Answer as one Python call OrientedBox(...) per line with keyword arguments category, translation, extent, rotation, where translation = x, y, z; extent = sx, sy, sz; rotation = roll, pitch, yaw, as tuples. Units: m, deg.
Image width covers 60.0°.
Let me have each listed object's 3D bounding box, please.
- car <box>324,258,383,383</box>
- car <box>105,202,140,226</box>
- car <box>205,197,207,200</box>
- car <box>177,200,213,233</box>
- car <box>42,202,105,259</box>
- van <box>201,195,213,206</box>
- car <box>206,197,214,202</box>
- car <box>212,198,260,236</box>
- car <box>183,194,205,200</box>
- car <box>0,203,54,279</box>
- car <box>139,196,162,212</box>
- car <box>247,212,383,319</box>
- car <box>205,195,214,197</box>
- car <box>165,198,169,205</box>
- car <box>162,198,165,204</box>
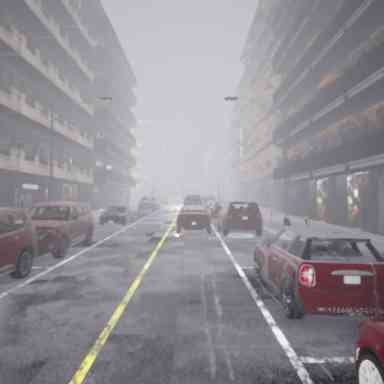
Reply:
OrientedBox(category="car", translation=(2.584, 1.547, 1.791), extent=(1.887, 1.381, 4.507), rotation=(1, 0, 0))
OrientedBox(category="car", translation=(-5.299, 1.593, 23.976), extent=(1.947, 1.339, 4.313), rotation=(1, 0, 0))
OrientedBox(category="car", translation=(2.545, 1.648, 40.511), extent=(1.802, 1.307, 4.206), rotation=(1, 0, 0))
OrientedBox(category="car", translation=(0.099, 1.498, 19.822), extent=(1.882, 1.535, 5.008), rotation=(0, 0, 0))
OrientedBox(category="car", translation=(-5.292, 1.327, 12.913), extent=(2.192, 1.841, 5.009), rotation=(1, 0, 0))
OrientedBox(category="van", translation=(2.548, 1.463, 57.106), extent=(1.690, 1.788, 3.998), rotation=(1, 0, 0))
OrientedBox(category="car", translation=(2.549, 1.479, 29.448), extent=(1.967, 1.590, 4.097), rotation=(1, 0, 0))
OrientedBox(category="car", translation=(2.553, 1.334, 18.385), extent=(2.192, 1.841, 5.009), rotation=(1, 0, 0))
OrientedBox(category="car", translation=(0.099, 1.281, 38.453), extent=(2.150, 2.045, 5.566), rotation=(0, 0, 0))
OrientedBox(category="car", translation=(-5.292, 1.321, 7.383), extent=(2.192, 1.841, 5.009), rotation=(1, 0, 0))
OrientedBox(category="car", translation=(-5.295, 1.380, 40.566), extent=(2.192, 1.841, 5.009), rotation=(1, 0, 0))
OrientedBox(category="car", translation=(2.593, 1.447, 7.323), extent=(1.967, 1.590, 4.097), rotation=(1, 0, 0))
OrientedBox(category="car", translation=(2.549, 1.416, 51.574), extent=(2.192, 1.841, 5.009), rotation=(1, 0, 0))
OrientedBox(category="car", translation=(-5.304, 1.725, 62.690), extent=(1.802, 1.307, 4.206), rotation=(1, 0, 0))
OrientedBox(category="car", translation=(-5.302, 1.627, 46.097), extent=(1.887, 1.381, 4.507), rotation=(1, 0, 0))
